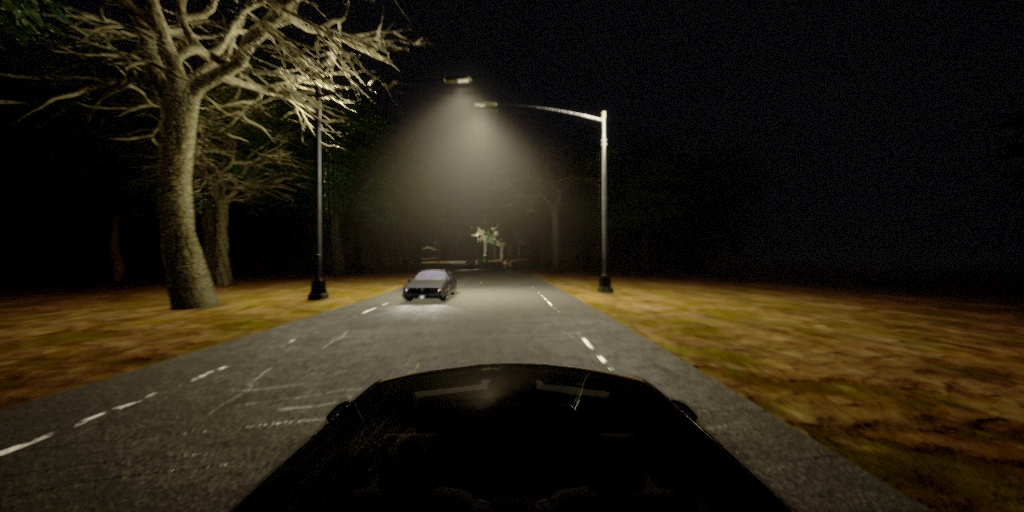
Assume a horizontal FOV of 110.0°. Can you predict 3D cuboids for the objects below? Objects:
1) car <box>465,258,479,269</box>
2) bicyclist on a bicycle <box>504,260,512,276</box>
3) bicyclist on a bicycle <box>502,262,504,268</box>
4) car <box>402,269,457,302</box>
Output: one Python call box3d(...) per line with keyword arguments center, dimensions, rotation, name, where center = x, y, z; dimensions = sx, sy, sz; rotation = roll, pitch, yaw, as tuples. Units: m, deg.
box3d(center=(-6.840, 1.349, 59.914), dimensions=(1.882, 1.535, 5.008), rotation=(-1, 0, -6), name="car")
box3d(center=(-0.204, 1.253, 36.859), dimensions=(0.582, 1.620, 1.656), rotation=(0, 0, -4), name="bicyclist on a bicycle")
box3d(center=(-0.910, 1.250, 45.943), dimensions=(0.866, 1.612, 1.509), rotation=(0, 1, -5), name="bicyclist on a bicycle")
box3d(center=(-3.835, 1.346, 17.646), dimensions=(2.033, 1.411, 5.357), rotation=(0, 0, -2), name="car")
